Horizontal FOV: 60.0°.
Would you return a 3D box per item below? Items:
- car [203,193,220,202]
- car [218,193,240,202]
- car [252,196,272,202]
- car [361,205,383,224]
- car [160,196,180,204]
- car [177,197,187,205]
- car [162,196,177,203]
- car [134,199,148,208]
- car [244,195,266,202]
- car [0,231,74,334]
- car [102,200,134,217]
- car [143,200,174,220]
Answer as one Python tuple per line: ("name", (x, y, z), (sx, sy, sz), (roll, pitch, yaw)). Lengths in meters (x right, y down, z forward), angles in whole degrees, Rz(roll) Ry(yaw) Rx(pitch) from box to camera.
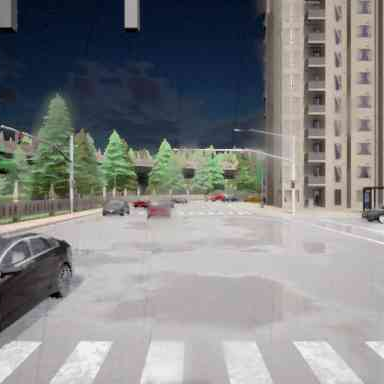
("car", (4.855, 1.212, 74.698), (2.150, 2.045, 5.566), (0, 0, 39))
("car", (8.568, 1.524, 73.545), (4.674, 1.442, 1.812), (0, 0, -42))
("car", (16.667, 1.552, 79.402), (4.181, 1.385, 1.994), (0, 0, -24))
("car", (15.375, 1.560, 25.037), (4.892, 1.490, 1.837), (0, 0, 0))
("car", (-4.255, 1.492, 66.062), (2.128, 1.511, 4.902), (0, 0, 21))
("car", (-2.238, 1.564, 60.668), (1.994, 1.385, 4.181), (0, 0, 15))
("car", (-3.492, 1.563, 45.918), (1.994, 1.385, 4.181), (0, 0, 1))
("car", (-6.997, 1.601, 46.675), (1.895, 1.301, 4.718), (0, 0, 1))
("car", (13.580, 1.478, 73.354), (5.008, 1.535, 1.882), (0, 0, -37))
("car", (-3.599, 1.491, 5.665), (2.128, 1.511, 4.902), (0, 0, 0))
("car", (-7.085, 1.507, 31.417), (1.837, 1.490, 4.892), (0, -1, 0))
("car", (-2.964, 1.601, 28.518), (1.895, 1.301, 4.718), (0, 0, -9))
